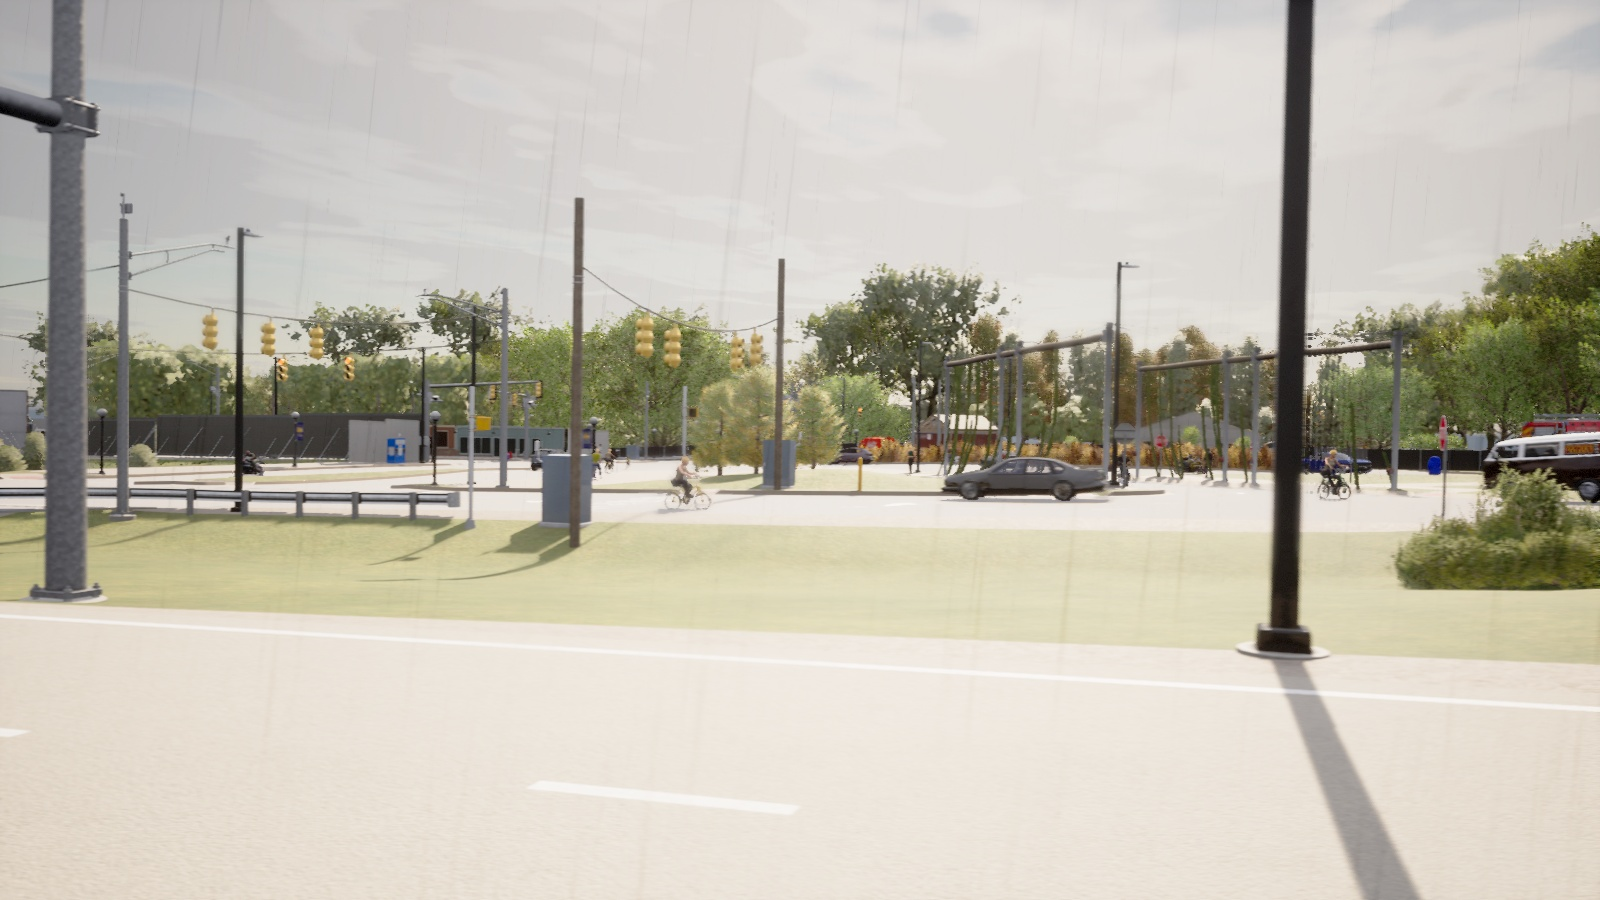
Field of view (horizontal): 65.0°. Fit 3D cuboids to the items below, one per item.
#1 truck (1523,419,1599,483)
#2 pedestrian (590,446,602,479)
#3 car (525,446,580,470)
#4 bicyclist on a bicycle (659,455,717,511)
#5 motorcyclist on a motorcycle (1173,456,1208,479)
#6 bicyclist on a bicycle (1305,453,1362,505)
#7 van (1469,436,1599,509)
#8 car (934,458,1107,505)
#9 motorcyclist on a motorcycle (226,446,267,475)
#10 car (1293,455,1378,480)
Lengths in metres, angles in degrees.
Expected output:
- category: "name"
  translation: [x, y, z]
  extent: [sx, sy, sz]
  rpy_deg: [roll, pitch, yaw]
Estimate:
- category: "truck"
  translation: [49.478, 0.034, 79.109]
  extent: [8.468, 3.827, 2.891]
  rpy_deg: [0, 0, -29]
- category: "pedestrian"
  translation: [-11.539, 0.700, 71.146]
  extent: [0.354, 1.836, 0.706]
  rpy_deg: [2, 1, 15]
- category: "car"
  translation: [-17.925, 0.563, 91.108]
  extent: [2.033, 1.649, 4.856]
  rpy_deg: [1, 0, 14]
- category: "bicyclist on a bicycle"
  translation: [-3.326, 0.963, 37.352]
  extent: [1.509, 1.612, 0.866]
  rpy_deg: [0, 1, 18]
- category: "motorcyclist on a motorcycle"
  translation: [27.371, 1.234, 87.972]
  extent: [2.191, 1.530, 0.866]
  rpy_deg: [-1, 1, 33]
- category: "bicyclist on a bicycle"
  translation: [17.004, 0.908, 40.046]
  extent: [0.866, 1.612, 1.509]
  rpy_deg: [2, -1, -17]
- category: "van"
  translation: [22.689, 0.731, 37.457]
  extent: [2.069, 2.038, 4.480]
  rpy_deg: [2, -3, -24]
- category: "car"
  translation: [7.253, 0.993, 41.292]
  extent: [5.357, 1.411, 2.033]
  rpy_deg: [0, 1, 18]
- category: "motorcyclist on a motorcycle"
  translation: [-31.082, 0.574, 70.522]
  extent: [0.866, 1.530, 2.191]
  rpy_deg: [1, 1, 18]
- category: "car"
  translation: [33.973, 1.119, 79.792]
  extent: [1.882, 1.535, 5.008]
  rpy_deg: [0, -1, -23]
